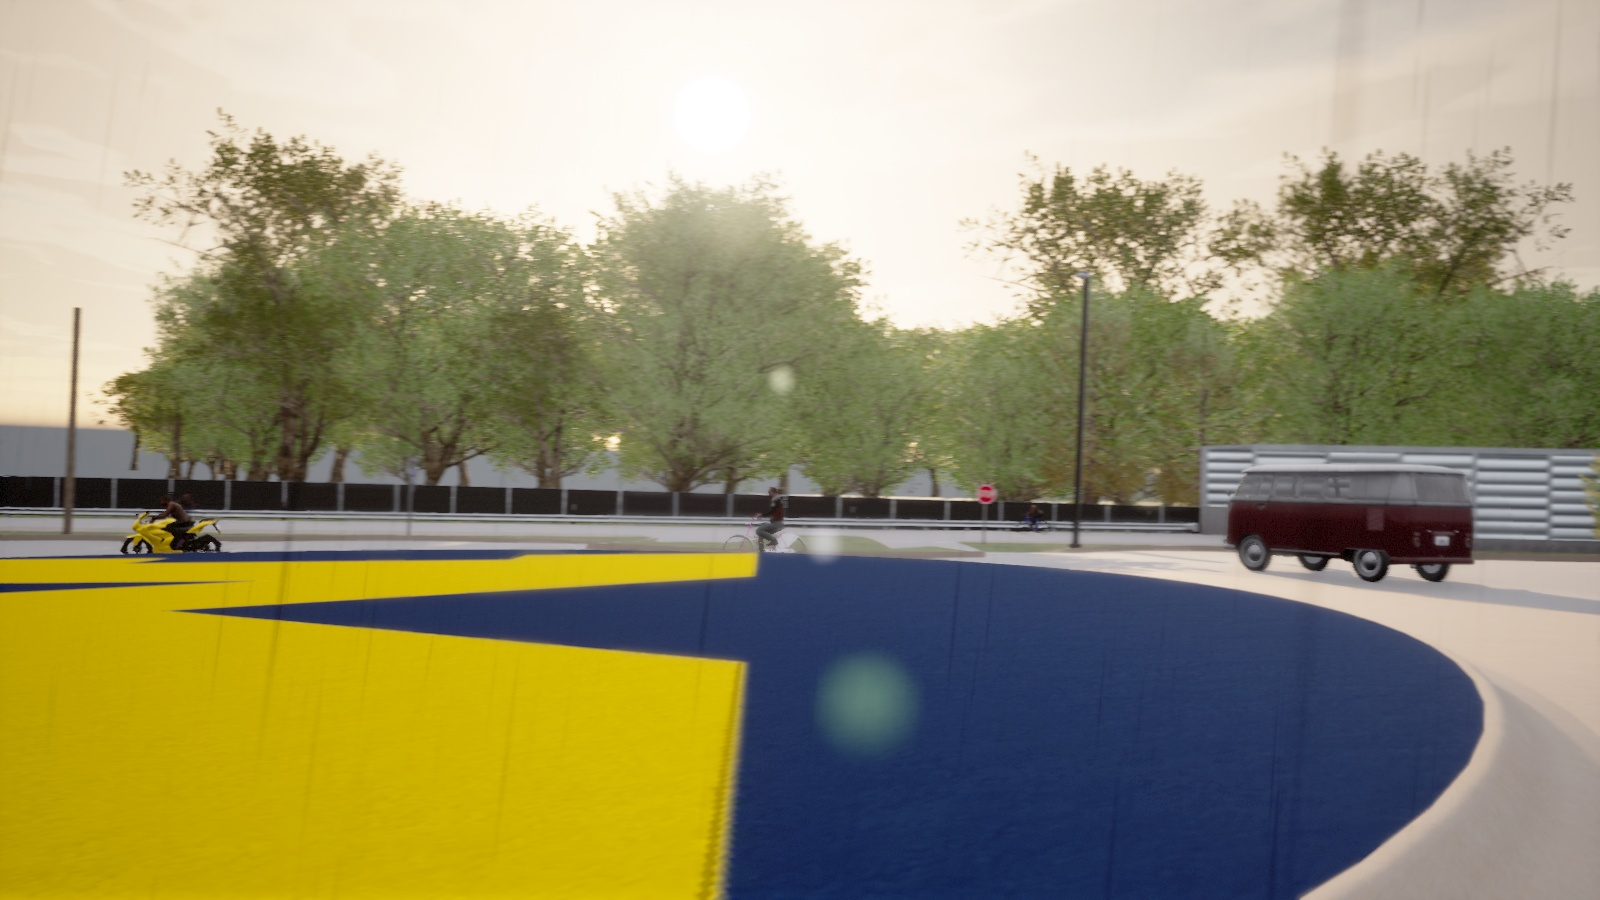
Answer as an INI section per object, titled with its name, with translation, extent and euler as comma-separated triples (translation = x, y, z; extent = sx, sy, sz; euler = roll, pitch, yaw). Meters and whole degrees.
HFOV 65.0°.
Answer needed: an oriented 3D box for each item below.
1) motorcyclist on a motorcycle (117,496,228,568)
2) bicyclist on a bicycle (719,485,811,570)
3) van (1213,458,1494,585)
[motorcyclist on a motorcycle]
translation = -13.734, 1.774, 27.544
extent = 2.044, 1.523, 0.797
euler = 0, -2, -12
[bicyclist on a bicycle]
translation = -0.741, 1.668, 26.989
extent = 1.843, 1.776, 0.659
euler = 0, -7, 7
[van]
translation = 9.565, 1.193, 22.109
extent = 1.775, 1.987, 4.442
euler = 2, -2, -25
